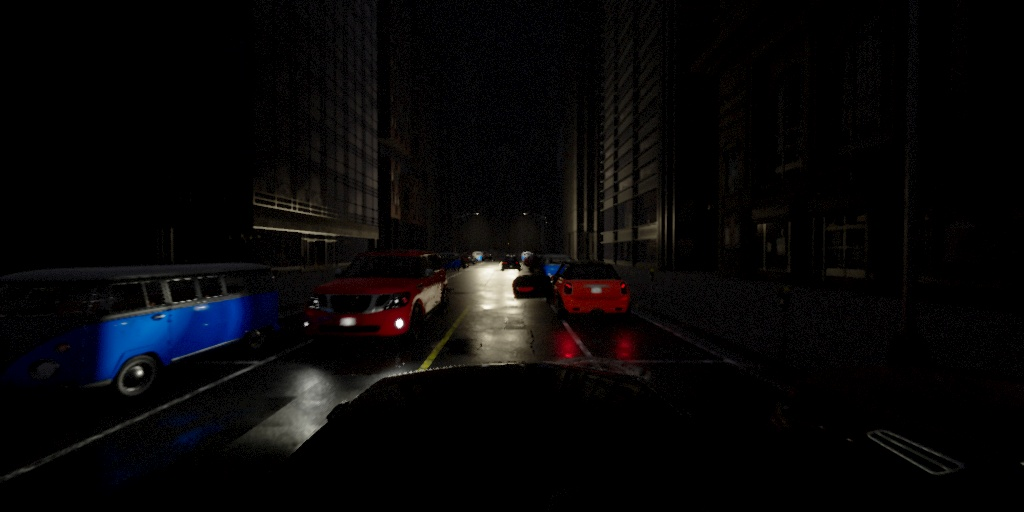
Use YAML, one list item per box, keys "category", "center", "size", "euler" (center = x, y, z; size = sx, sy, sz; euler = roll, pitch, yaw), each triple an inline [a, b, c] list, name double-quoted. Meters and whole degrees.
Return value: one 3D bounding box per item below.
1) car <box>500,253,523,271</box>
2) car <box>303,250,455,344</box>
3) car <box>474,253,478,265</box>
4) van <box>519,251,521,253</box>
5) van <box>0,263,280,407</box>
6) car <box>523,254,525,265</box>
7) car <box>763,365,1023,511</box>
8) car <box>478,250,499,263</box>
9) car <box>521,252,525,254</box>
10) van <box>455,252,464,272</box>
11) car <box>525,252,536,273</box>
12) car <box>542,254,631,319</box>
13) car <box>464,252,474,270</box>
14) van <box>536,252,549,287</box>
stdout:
- category: "car"
  center: [-0.083, 0.752, 36.143]
  size: [1.812, 1.442, 4.674]
  euler: [0, 1, 0]
- category: "car"
  center: [-3.128, 0.852, 9.574]
  size: [2.150, 2.045, 5.566]
  euler: [0, 1, 0]
- category: "car"
  center: [-5.944, 0.558, 50.834]
  size: [2.007, 1.370, 4.403]
  euler: [0, 0, 0]
- category: "van"
  center: [2.539, 0.175, 62.092]
  size: [1.690, 1.789, 3.998]
  euler: [0, 0, 0]
- category: "van"
  center: [-5.777, 1.028, 5.964]
  size: [1.690, 1.789, 3.998]
  euler: [0, 0, 0]
- category: "car"
  center: [2.602, 0.632, 45.266]
  size: [1.888, 1.381, 4.507]
  euler: [0, 0, 0]
- category: "car"
  center: [2.769, 1.083, 0.399]
  size: [2.192, 1.841, 5.009]
  euler: [0, 0, 0]
- category: "car"
  center: [-3.179, -0.013, 50.064]
  size: [2.097, 1.767, 4.553]
  euler: [0, 1, 0]
- category: "car"
  center: [2.581, 0.443, 50.875]
  size: [1.967, 1.591, 4.097]
  euler: [0, 0, 0]
- category: "van"
  center: [-5.881, 0.601, 34.008]
  size: [1.690, 1.789, 3.998]
  euler: [0, 0, 0]
- category: "car"
  center: [2.644, 0.571, 34.050]
  size: [2.192, 1.841, 5.009]
  euler: [0, 0, 0]
- category: "car"
  center: [2.351, 0.942, 12.132]
  size: [2.097, 1.767, 4.553]
  euler: [0, 1, 0]
- category: "car"
  center: [-5.902, 0.491, 39.616]
  size: [2.192, 1.841, 5.009]
  euler: [0, 0, 0]
- category: "van"
  center: [2.686, 0.767, 22.833]
  size: [1.690, 1.789, 3.998]
  euler: [0, 0, 0]
